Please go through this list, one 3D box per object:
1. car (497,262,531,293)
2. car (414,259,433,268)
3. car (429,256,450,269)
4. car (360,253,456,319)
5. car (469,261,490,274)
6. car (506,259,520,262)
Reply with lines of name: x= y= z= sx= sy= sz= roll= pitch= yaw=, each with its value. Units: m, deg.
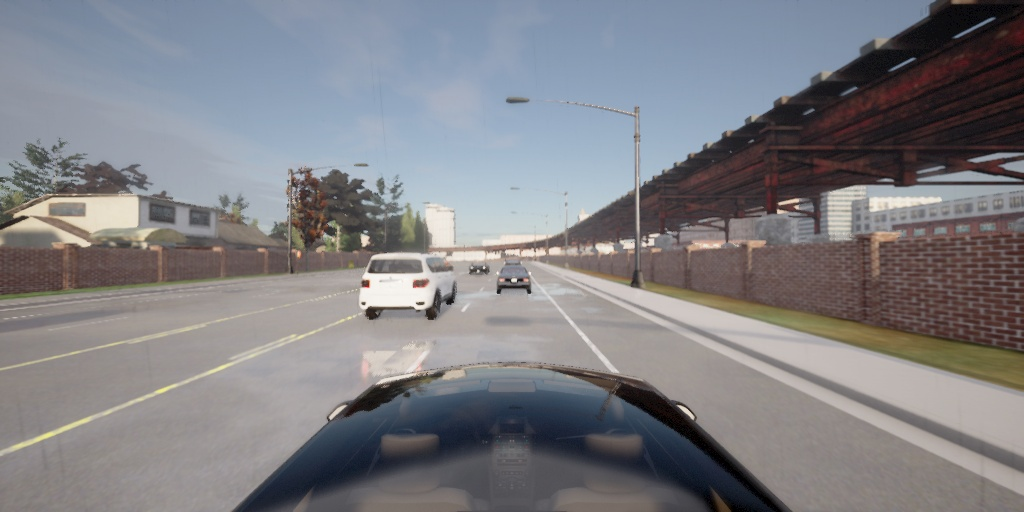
car: x=0.104 y=1.237 z=20.162 sx=2.033 sy=1.411 sz=5.357 roll=0 pitch=0 yaw=0
car: x=-13.991 y=1.136 z=56.763 sx=1.994 sy=1.385 sz=4.181 roll=0 pitch=0 yaw=0
car: x=-10.539 y=0.935 z=52.116 sx=2.097 sy=1.767 sz=4.553 roll=0 pitch=0 yaw=0
car: x=-3.396 y=0.935 z=12.730 sx=2.150 sy=2.045 sz=5.566 roll=0 pitch=0 yaw=0
car: x=-3.393 y=1.230 z=38.310 sx=1.895 sy=1.301 sz=4.718 roll=0 pitch=0 yaw=0
car: x=0.108 y=1.104 z=39.247 sx=1.882 sy=1.535 sz=5.008 roll=0 pitch=0 yaw=0
